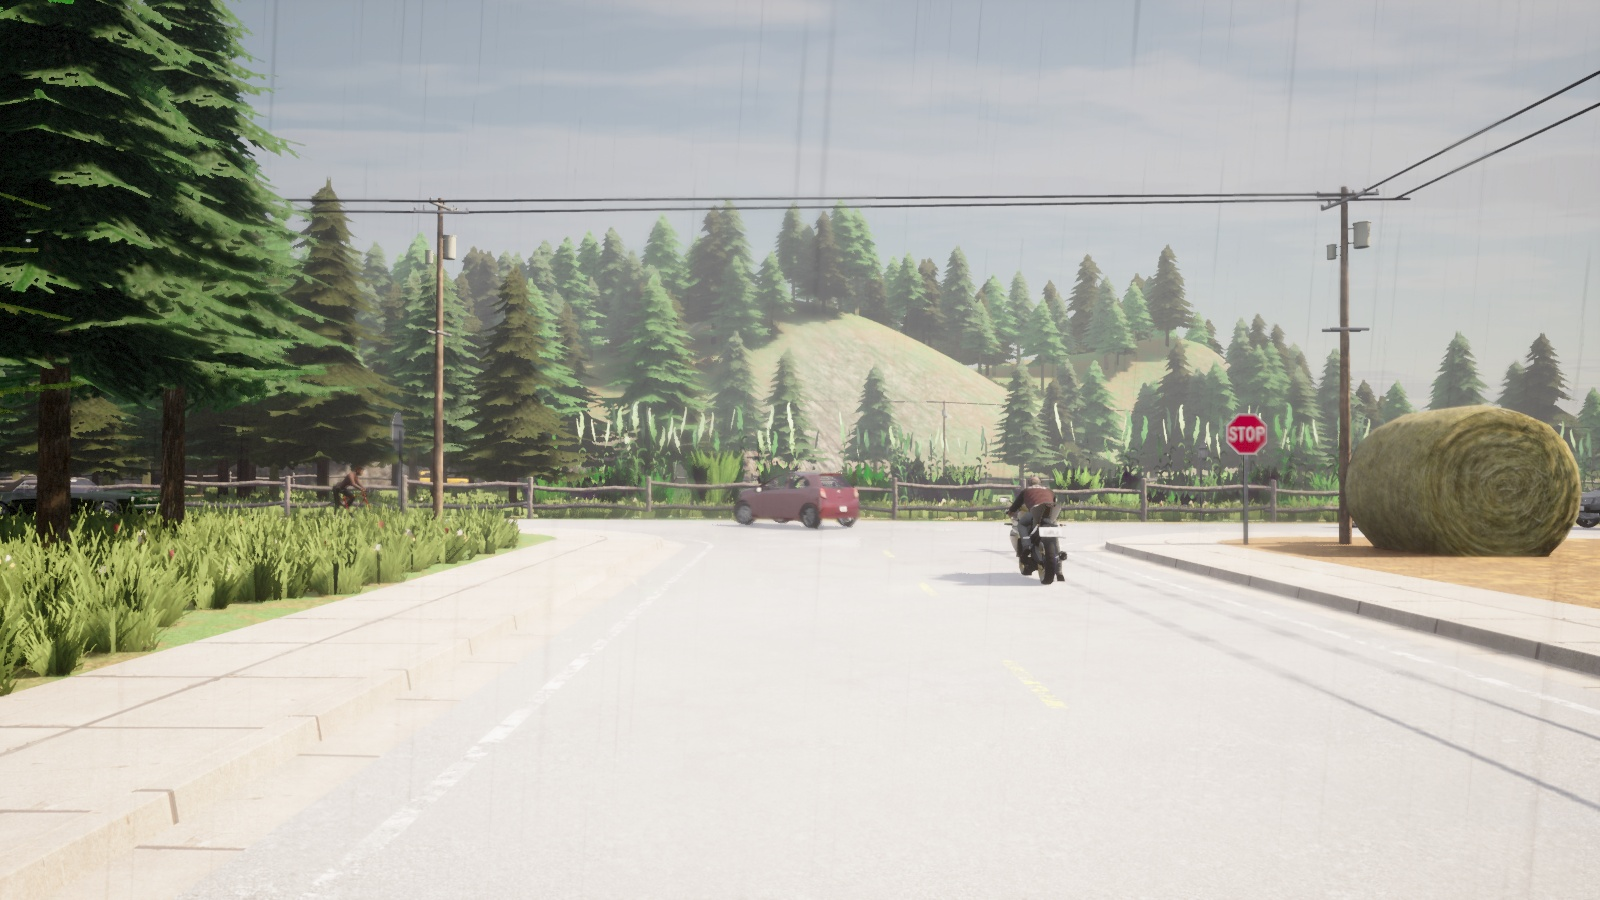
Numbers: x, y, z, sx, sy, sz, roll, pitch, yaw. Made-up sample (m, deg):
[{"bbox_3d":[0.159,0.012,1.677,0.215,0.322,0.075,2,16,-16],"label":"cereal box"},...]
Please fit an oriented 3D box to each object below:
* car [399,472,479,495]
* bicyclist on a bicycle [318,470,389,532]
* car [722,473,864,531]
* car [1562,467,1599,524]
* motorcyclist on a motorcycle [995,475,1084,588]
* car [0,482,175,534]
[{"bbox_3d":[-25.408,2.336,88.416,5.366,1.575,1.801,0,-1,-15],"label":"car"},{"bbox_3d":[-11.723,1.332,32.986,1.656,1.620,0.582,0,-1,3],"label":"bicyclist on a bicycle"},{"bbox_3d":[-0.224,1.380,34.565,3.633,1.501,1.845,-1,-1,43],"label":"car"},{"bbox_3d":[23.568,1.248,34.871,3.705,1.549,1.789,0,-1,3],"label":"car"},{"bbox_3d":[3.450,1.143,18.311,0.866,1.530,2.191,0,-1,0],"label":"motorcyclist on a motorcycle"},{"bbox_3d":[-19.408,1.516,33.318,4.718,1.301,1.895,0,-1,2],"label":"car"}]
